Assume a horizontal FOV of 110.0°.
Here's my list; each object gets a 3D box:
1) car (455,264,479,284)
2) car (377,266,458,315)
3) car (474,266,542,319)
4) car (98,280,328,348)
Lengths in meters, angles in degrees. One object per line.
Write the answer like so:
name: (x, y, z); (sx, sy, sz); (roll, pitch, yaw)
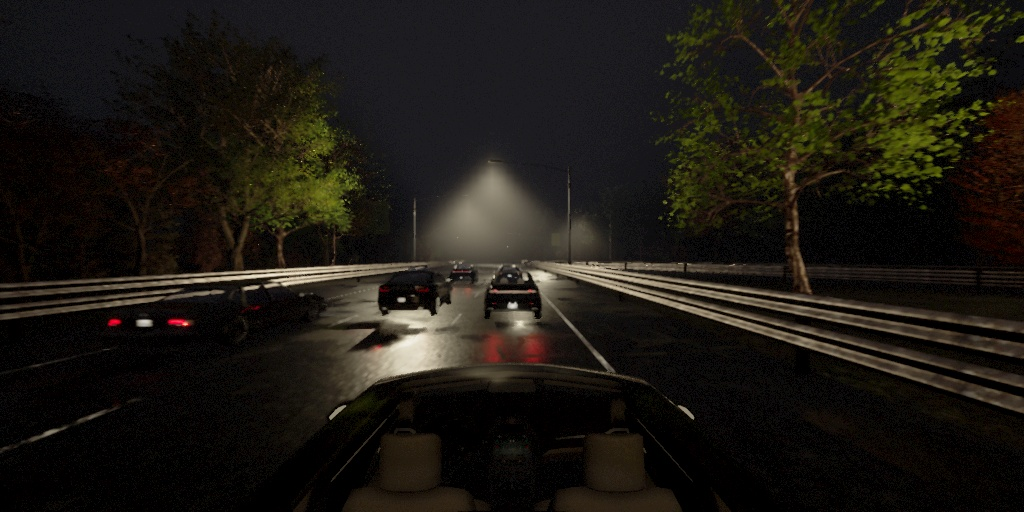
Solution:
car: (-3.684, 1.353, 28.123); (2.128, 1.511, 4.902); (0, 0, -1)
car: (-3.491, 1.275, 13.756); (1.882, 1.535, 5.008); (0, -1, 0)
car: (0.015, 1.285, 13.065); (2.128, 1.511, 4.902); (0, 0, 0)
car: (-6.985, 1.328, 9.328); (2.033, 1.411, 5.357); (0, 0, 0)
